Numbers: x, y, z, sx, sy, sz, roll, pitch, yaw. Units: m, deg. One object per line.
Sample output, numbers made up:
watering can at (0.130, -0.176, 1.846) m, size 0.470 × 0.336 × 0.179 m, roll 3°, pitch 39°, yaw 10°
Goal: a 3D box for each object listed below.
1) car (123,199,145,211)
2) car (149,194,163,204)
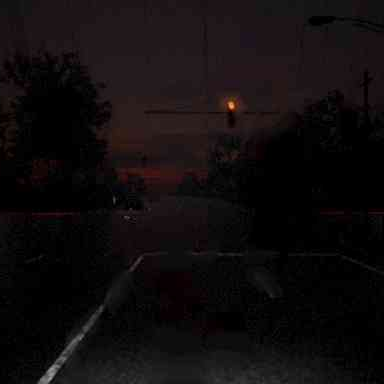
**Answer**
car at (-6.821, 1.545, 39.777) m, size 2.033 × 1.411 × 5.357 m, roll 0°, pitch 0°, yaw 0°
car at (-7.078, 1.475, 63.604) m, size 1.812 × 1.442 × 4.674 m, roll 0°, pitch 2°, yaw -1°
